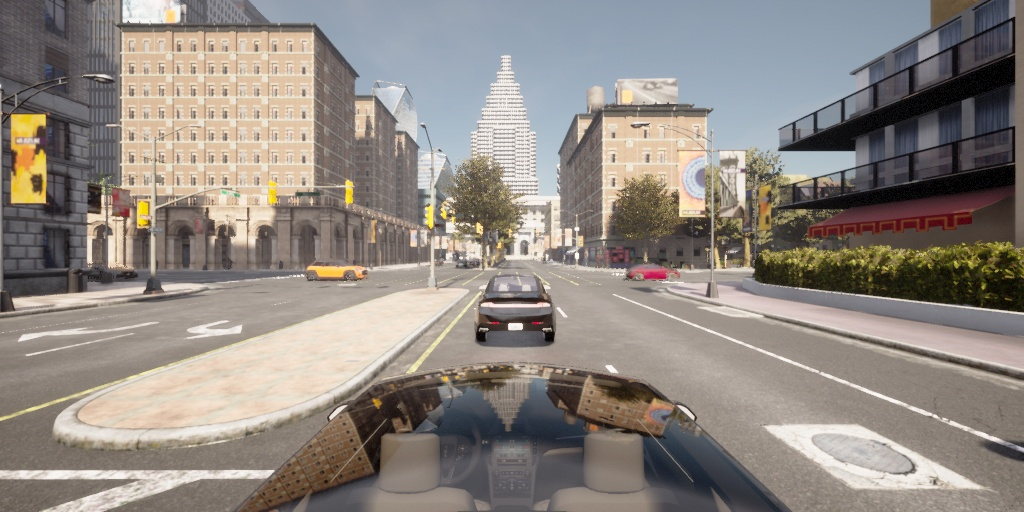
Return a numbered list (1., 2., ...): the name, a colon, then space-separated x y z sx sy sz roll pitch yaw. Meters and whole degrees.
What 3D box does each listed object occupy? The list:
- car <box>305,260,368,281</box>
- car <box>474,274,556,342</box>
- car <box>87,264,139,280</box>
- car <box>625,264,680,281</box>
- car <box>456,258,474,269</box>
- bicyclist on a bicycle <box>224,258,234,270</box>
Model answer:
1. car: -14.228 1.100 29.328 4.553 1.767 2.097 0 0 0
2. car: 0.082 1.241 9.797 2.128 1.511 4.902 0 0 0
3. car: -33.298 1.311 29.254 4.181 1.385 1.994 0 0 0
4. car: 11.493 1.312 29.434 4.181 1.385 1.994 0 0 0
5. car: -8.002 1.237 58.545 2.128 1.511 4.902 0 0 0
6. bicyclist on a bicycle: -37.237 1.047 47.206 0.582 1.620 1.656 0 0 0
